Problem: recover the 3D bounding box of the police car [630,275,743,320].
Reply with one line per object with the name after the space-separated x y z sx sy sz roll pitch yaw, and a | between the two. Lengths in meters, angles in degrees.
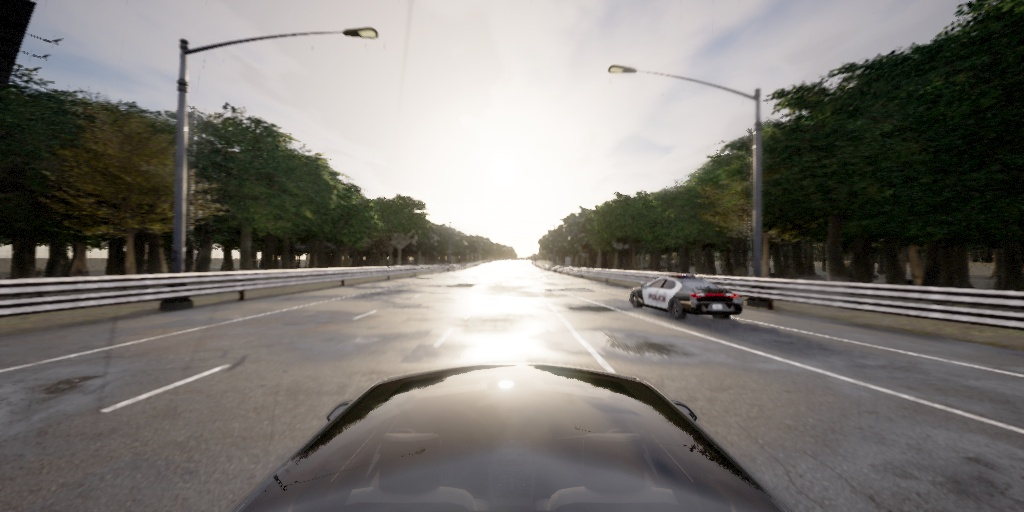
6.390 1.521 14.071 2.038 1.542 4.974 1 -1 -7 | police car
